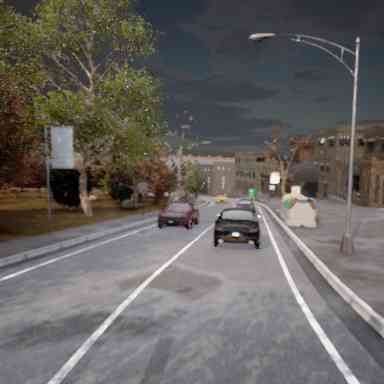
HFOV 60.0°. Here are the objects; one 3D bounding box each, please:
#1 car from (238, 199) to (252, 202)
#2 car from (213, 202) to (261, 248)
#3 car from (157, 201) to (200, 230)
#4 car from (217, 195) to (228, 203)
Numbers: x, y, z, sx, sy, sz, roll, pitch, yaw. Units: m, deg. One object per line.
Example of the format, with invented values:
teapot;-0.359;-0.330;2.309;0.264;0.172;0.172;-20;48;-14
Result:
car;5.255;1.457;32.856;1.812;1.442;4.674;1;0;10
car;2.076;1.456;15.062;1.882;1.535;5.008;1;0;10
car;-0.717;1.357;20.617;1.882;1.535;5.008;1;0;10
car;5.508;1.253;61.080;1.882;1.535;5.008;1;0;4
